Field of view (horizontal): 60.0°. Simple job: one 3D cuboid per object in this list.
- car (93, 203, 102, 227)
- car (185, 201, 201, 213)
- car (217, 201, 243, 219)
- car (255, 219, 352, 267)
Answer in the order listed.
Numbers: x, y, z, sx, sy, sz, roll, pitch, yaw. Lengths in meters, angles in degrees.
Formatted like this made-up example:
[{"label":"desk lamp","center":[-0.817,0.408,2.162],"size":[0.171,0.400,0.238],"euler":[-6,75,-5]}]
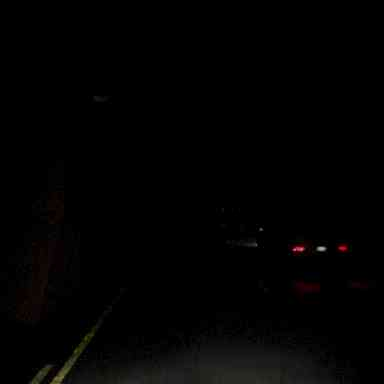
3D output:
[{"label":"car","center":[-7.106,1.558,22.288],"size":[2.097,1.767,4.553],"euler":[0,-1,0]},{"label":"car","center":[0.086,1.912,42.101],"size":[1.812,1.442,4.674],"euler":[0,-1,0]},{"label":"car","center":[3.589,1.647,32.192],"size":[2.097,1.767,4.553],"euler":[0,-1,0]},{"label":"car","center":[3.596,1.656,11.750],"size":[2.033,1.411,5.357],"euler":[0,-1,0]}]
